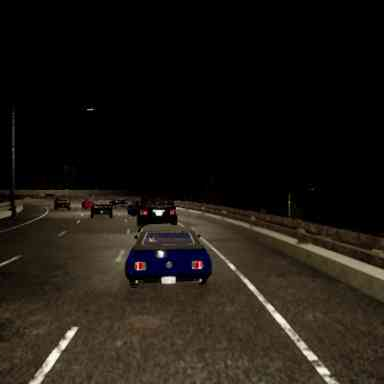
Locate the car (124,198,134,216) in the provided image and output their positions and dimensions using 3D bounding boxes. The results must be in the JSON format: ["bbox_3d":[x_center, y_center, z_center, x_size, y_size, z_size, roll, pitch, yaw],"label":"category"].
[{"bbox_3d":[-5.076,1.538,31.798,1.994,1.385,4.181,0,0,-17],"label":"car"}]

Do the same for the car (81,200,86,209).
[{"bbox_3d":[-13.394,1.531,43.927,1.994,1.385,4.181,0,0,-24],"label":"car"}]

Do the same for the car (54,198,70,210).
[{"bbox_3d":[-16.882,1.461,43.185,2.128,1.511,4.902,0,0,-24],"label":"car"}]

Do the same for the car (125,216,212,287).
[{"bbox_3d":[-0.681,1.593,9.305,1.895,1.301,4.718,0,0,-5],"label":"car"}]

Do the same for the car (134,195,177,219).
[{"bbox_3d":[-2.186,1.207,19.913,2.150,2.045,5.566,0,0,-10],"label":"car"}]

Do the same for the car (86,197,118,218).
[{"bbox_3d":[-8.197,1.468,30.051,2.128,1.511,4.902,0,0,-17],"label":"car"}]

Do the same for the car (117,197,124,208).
[{"bbox_3d":[-9.928,1.455,44.743,2.128,1.511,4.902,0,0,-24],"label":"car"}]
